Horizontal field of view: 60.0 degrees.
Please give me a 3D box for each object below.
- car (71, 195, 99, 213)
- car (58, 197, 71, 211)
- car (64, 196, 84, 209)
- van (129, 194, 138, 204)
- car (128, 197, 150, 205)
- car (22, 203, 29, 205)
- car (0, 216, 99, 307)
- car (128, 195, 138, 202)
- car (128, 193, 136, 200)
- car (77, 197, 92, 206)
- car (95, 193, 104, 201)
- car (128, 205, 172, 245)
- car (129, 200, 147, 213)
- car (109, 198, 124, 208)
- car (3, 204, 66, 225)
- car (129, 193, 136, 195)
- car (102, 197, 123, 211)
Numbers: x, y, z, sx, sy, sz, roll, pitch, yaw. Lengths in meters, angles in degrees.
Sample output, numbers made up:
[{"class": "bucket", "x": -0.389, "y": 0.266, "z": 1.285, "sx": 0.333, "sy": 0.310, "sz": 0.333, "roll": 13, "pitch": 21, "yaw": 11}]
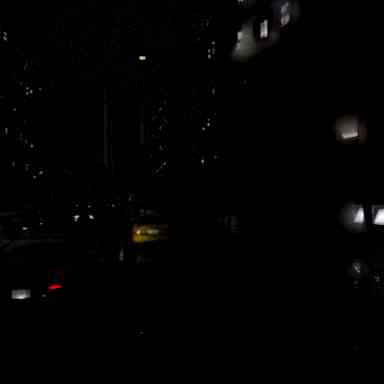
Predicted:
[{"class": "car", "x": -12.117, "y": 1.472, "z": 37.975, "sx": 1.882, "sy": 1.535, "sz": 5.008, "roll": 0, "pitch": 0, "yaw": -10}, {"class": "car", "x": -15.331, "y": 1.539, "z": 40.724, "sx": 1.887, "sy": 1.381, "sz": 4.507, "roll": 1, "pitch": 0, "yaw": -11}, {"class": "car", "x": -16.368, "y": 1.431, "z": 46.167, "sx": 1.967, "sy": 1.590, "sz": 4.097, "roll": 1, "pitch": 0, "yaw": -11}, {"class": "van", "x": -11.259, "y": 1.316, "z": 64.116, "sx": 1.690, "sy": 1.788, "sz": 3.998, "roll": 1, "pitch": 0, "yaw": -11}, {"class": "car", "x": -3.992, "y": 1.437, "z": 26.019, "sx": 1.967, "sy": 1.590, "sz": 4.097, "roll": 1, "pitch": 0, "yaw": -11}, {"class": "car", "x": -12.184, "y": 1.527, "z": 24.230, "sx": 1.752, "sy": 1.417, "sz": 4.829, "roll": 1, "pitch": 0, "yaw": -11}, {"class": "car", "x": -3.268, "y": 1.525, "z": 7.787, "sx": 1.812, "sy": 1.442, "sz": 4.674, "roll": 0, "pitch": 0, "yaw": -11}, {"class": "car", "x": -13.338, "y": 1.407, "z": 75.001, "sx": 1.967, "sy": 1.590, "sz": 4.097, "roll": 1, "pitch": 0, "yaw": -11}, {"class": "car", "x": -16.451, "y": 1.267, "z": 91.328, "sx": 2.192, "sy": 1.841, "sz": 5.009, "roll": 1, "pitch": 0, "yaw": -11}, {"class": "car", "x": -18.446, "y": 1.528, "z": 57.051, "sx": 1.887, "sy": 1.381, "sz": 4.507, "roll": 1, "pitch": 0, "yaw": -11}, {"class": "car", "x": -22.600, "y": 1.518, "z": 78.821, "sx": 2.008, "sy": 1.369, "sz": 4.403, "roll": 1, "pitch": 0, "yaw": -11}, {"class": "car", "x": -1.949, "y": 1.524, "z": 15.300, "sx": 1.752, "sy": 1.417, "sz": 4.829, "roll": 1, "pitch": 0, "yaw": -11}, {"class": "car", "x": -6.071, "y": 1.575, "z": 36.903, "sx": 1.802, "sy": 1.307, "sz": 4.206, "roll": 1, "pitch": 0, "yaw": -11}, {"class": "car", "x": -11.252, "y": 1.587, "z": 49.745, "sx": 1.895, "sy": 1.301, "sz": 4.718, "roll": 0, "pitch": 0, "yaw": -10}, {"class": "car", "x": -8.326, "y": 1.563, "z": 17.765, "sx": 1.994, "sy": 1.385, "sz": 4.181, "roll": 0, "pitch": 0, "yaw": -11}, {"class": "car", "x": -10.222, "y": 1.419, "z": 58.673, "sx": 1.967, "sy": 1.590, "sz": 4.097, "roll": 1, "pitch": 0, "yaw": -11}, {"class": "car", "x": -9.338, "y": 1.556, "z": 39.932, "sx": 1.994, "sy": 1.385, "sz": 4.181, "roll": 0, "pitch": 0, "yaw": -11}]
